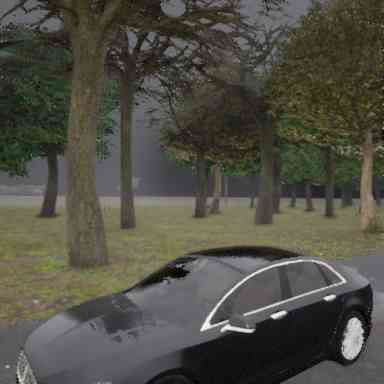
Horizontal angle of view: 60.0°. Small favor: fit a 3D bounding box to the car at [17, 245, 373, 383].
[{"bbox_3d":[0.477,1.535,4.330,4.892,1.490,1.837,1,0,-35],"label":"car"}]
